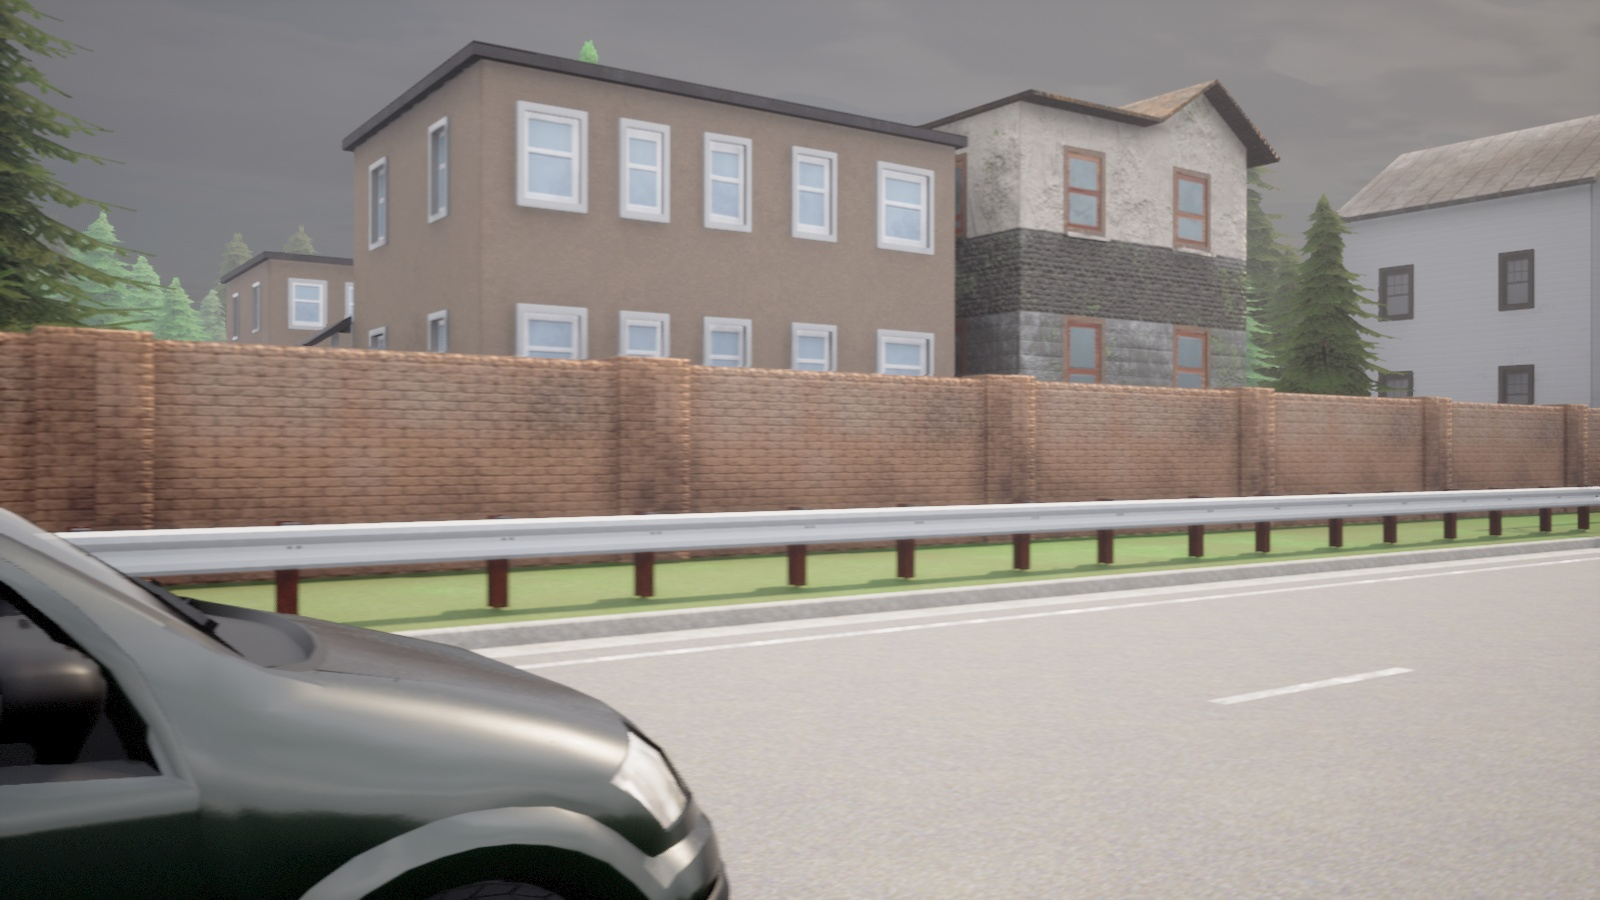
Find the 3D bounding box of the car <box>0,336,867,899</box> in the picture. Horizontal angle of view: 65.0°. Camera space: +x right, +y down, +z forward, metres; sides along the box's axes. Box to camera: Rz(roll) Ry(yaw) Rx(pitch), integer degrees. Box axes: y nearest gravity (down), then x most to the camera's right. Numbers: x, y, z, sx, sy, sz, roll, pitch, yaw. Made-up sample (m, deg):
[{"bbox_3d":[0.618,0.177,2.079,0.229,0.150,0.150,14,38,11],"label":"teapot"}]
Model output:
[{"bbox_3d":[-2.025,0.653,2.250,3.988,1.617,1.851,0,0,-35],"label":"car"}]
